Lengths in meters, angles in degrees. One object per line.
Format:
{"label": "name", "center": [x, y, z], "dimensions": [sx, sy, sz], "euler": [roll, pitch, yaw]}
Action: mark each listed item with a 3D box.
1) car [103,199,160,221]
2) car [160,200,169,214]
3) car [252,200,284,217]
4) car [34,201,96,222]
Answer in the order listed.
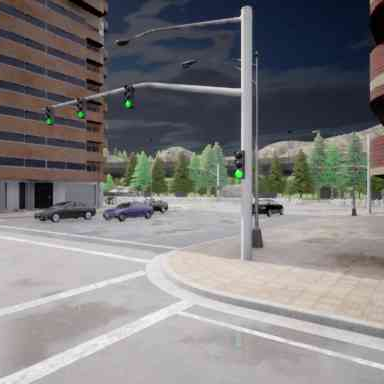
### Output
{"label": "car", "center": [-5.059, 1.526, 27.060], "dimensions": [1.812, 1.442, 4.674], "euler": [0, 0, 36]}
{"label": "car", "center": [-4.431, 1.491, 33.860], "dimensions": [2.128, 1.511, 4.902], "euler": [0, 0, 36]}
{"label": "car", "center": [7.151, 1.478, 31.720], "dimensions": [1.882, 1.535, 5.008], "euler": [0, 0, 36]}
{"label": "car", "center": [-9.918, 1.505, 26.322], "dimensions": [1.837, 1.490, 4.892], "euler": [0, 0, 36]}
